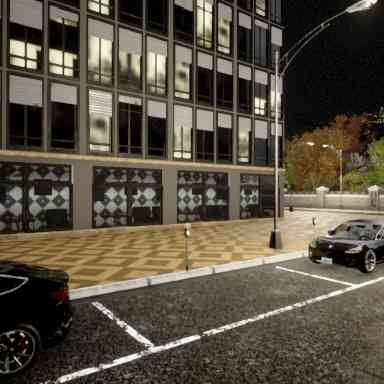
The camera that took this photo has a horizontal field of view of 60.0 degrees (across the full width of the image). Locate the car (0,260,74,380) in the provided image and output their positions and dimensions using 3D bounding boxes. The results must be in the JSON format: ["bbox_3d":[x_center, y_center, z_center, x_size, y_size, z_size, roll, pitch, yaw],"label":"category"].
[{"bbox_3d":[-3.661,1.566,3.947,4.313,1.339,1.947,0,0,-36],"label":"car"}]

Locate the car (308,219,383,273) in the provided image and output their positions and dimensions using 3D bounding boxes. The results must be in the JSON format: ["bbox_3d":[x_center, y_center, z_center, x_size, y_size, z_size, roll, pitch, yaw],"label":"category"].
[{"bbox_3d":[5.569,1.562,10.632,4.313,1.339,1.947,0,0,-36],"label":"car"}]
